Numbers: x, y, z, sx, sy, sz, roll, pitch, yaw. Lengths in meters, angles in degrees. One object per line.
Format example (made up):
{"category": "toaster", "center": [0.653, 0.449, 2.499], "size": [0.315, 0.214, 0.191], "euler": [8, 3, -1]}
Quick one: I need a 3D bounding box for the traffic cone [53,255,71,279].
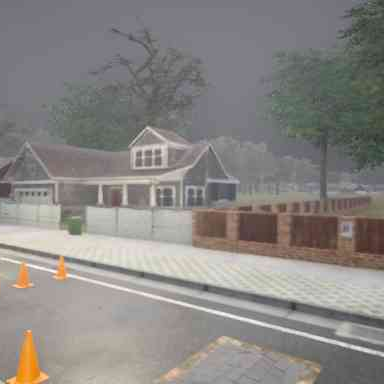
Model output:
{"category": "traffic cone", "center": [-3.426, 1.944, 8.737], "size": [0.340, 0.580, 0.340], "euler": [0, 0, 36]}

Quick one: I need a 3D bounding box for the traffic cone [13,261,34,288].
{"category": "traffic cone", "center": [-4.012, 1.941, 7.928], "size": [0.340, 0.580, 0.340], "euler": [0, 0, 36]}

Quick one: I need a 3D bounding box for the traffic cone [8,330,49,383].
{"category": "traffic cone", "center": [-1.945, 1.949, 3.962], "size": [0.340, 0.580, 0.340], "euler": [0, 0, 36]}
